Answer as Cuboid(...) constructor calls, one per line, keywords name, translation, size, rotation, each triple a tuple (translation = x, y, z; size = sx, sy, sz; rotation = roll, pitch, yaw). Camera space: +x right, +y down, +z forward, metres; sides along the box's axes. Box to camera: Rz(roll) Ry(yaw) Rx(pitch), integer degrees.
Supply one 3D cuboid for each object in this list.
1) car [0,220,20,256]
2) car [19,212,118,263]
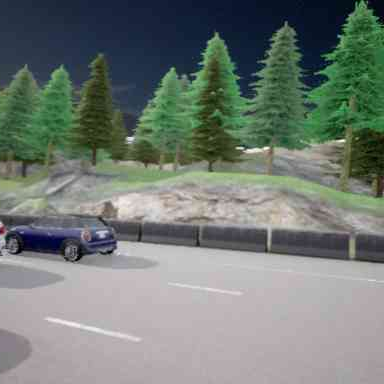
Cuboid(name="car", translation=(-8.756, 1.346, 11.100), size=(5.566, 2.045, 2.150), rotation=(1, -2, 25))
Cuboid(name="car", translation=(-5.297, 1.632, 13.358), size=(4.553, 1.767, 2.097), rotation=(1, -2, 25))
